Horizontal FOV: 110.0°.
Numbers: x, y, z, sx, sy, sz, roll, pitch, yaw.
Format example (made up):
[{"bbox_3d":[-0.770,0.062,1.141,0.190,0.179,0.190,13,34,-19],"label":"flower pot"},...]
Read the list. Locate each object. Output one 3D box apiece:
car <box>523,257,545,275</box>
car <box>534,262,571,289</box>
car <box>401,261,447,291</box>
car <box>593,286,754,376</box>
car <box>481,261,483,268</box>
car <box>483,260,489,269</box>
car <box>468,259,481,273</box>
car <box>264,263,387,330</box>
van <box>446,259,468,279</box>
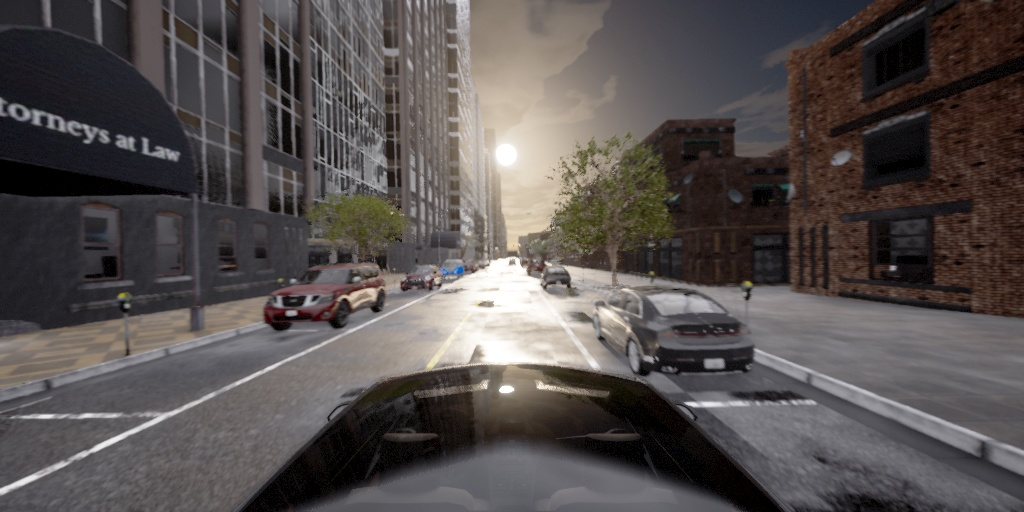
[{"bbox_3d":[2.734,1.089,40.346,2.192,1.841,5.009,0,0,0],"label":"car"},{"bbox_3d":[2.721,1.290,23.007,2.007,1.370,4.403,0,0,0],"label":"car"},{"bbox_3d":[-5.682,1.340,23.035,1.967,1.591,4.097,0,0,0],"label":"car"},{"bbox_3d":[2.817,1.255,7.139,2.007,1.370,4.403,0,0,0],"label":"car"},{"bbox_3d":[-5.630,1.482,51.267,1.751,1.417,4.829,0,0,0],"label":"car"},{"bbox_3d":[-5.614,1.523,62.507,1.888,1.381,4.507,0,0,0],"label":"car"},{"bbox_3d":[-5.637,1.260,45.902,2.192,1.841,5.009,0,0,0],"label":"car"},{"bbox_3d":[-5.787,1.195,11.966,2.192,1.841,5.009,0,0,0],"label":"car"},{"bbox_3d":[-5.653,1.265,34.833,1.690,1.789,3.998,0,0,0],"label":"van"}]
